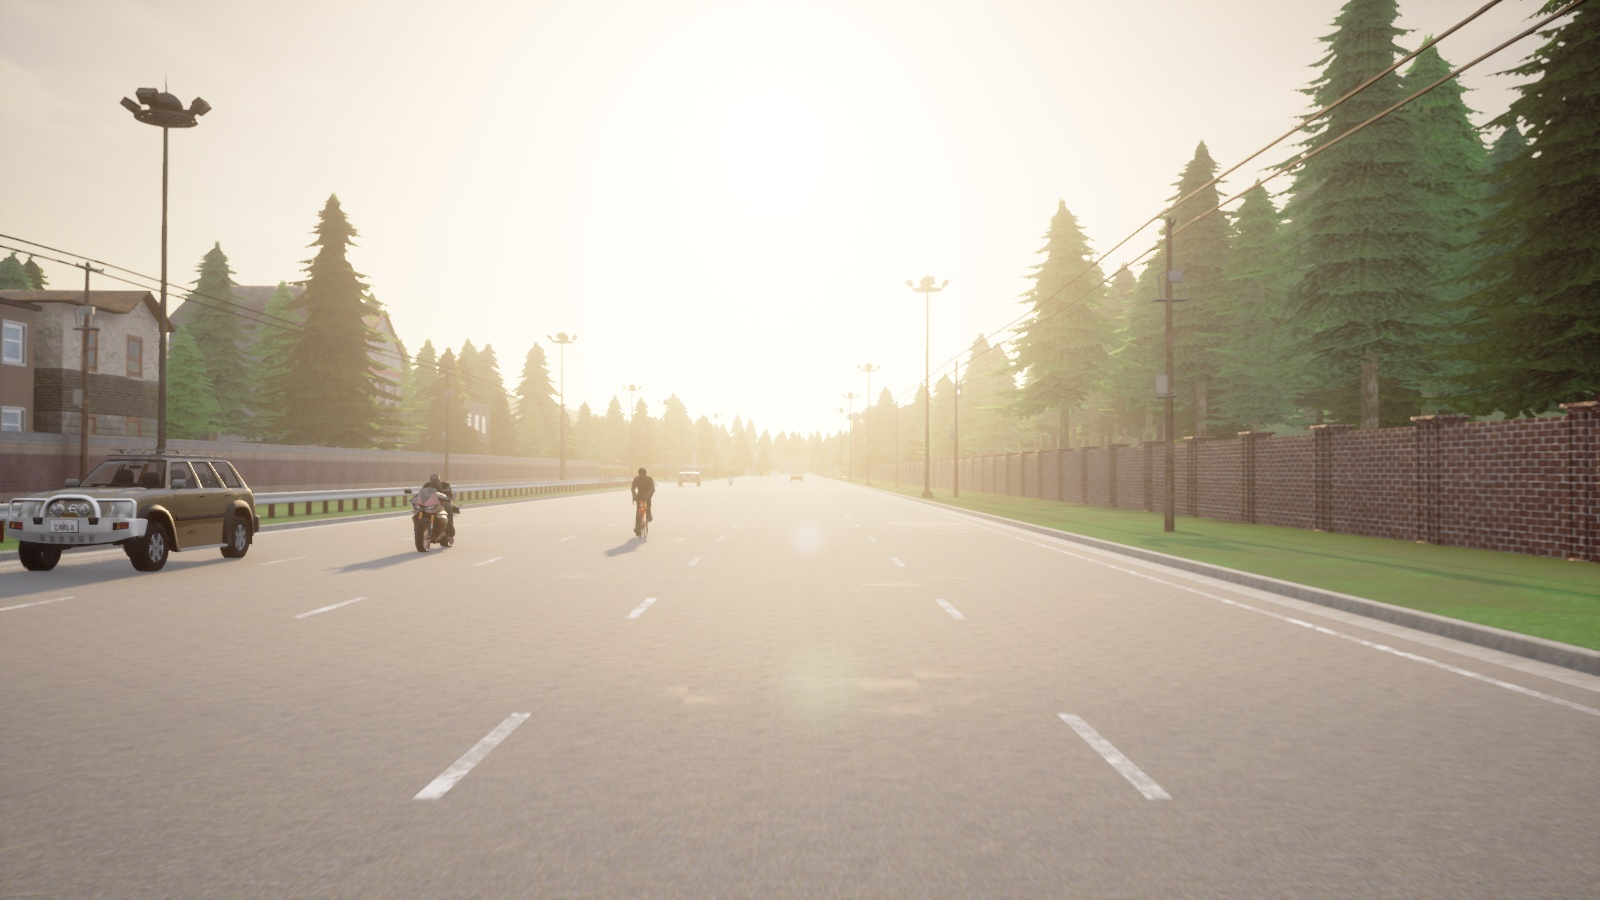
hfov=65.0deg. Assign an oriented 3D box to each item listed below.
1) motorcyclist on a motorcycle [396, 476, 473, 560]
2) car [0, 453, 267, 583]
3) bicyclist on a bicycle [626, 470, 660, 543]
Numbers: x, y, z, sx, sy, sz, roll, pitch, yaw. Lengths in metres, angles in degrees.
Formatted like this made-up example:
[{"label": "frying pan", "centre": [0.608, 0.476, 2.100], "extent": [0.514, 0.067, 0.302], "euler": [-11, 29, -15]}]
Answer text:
[{"label": "motorcyclist on a motorcycle", "centre": [-7.059, 1.286, 24.353], "extent": [0.866, 1.530, 2.191], "euler": [0, -1, 0]}, {"label": "car", "centre": [-10.550, 1.013, 20.271], "extent": [1.932, 1.855, 4.605], "euler": [0, -1, 0]}, {"label": "bicyclist on a bicycle", "centre": [-3.569, 1.261, 28.629], "extent": [0.582, 1.620, 1.656], "euler": [0, -1, 0]}]
